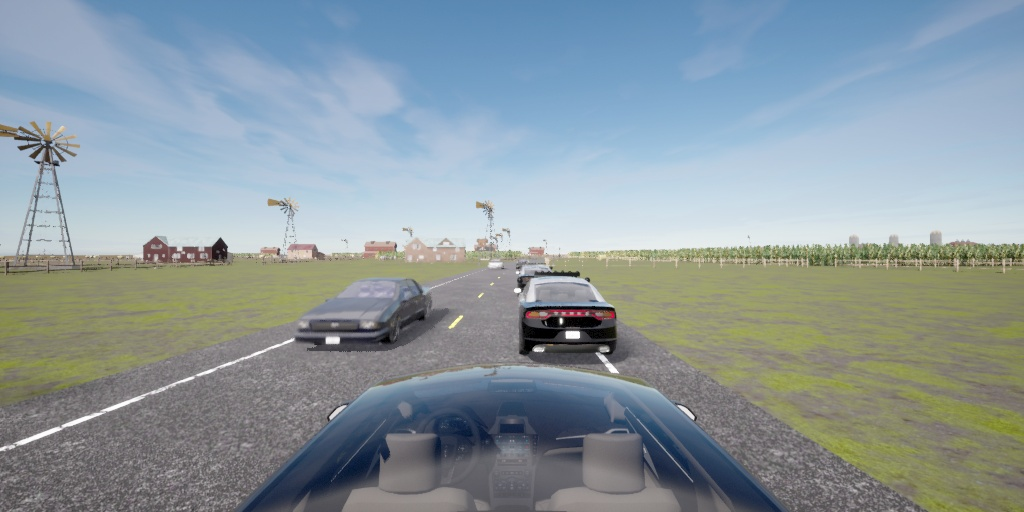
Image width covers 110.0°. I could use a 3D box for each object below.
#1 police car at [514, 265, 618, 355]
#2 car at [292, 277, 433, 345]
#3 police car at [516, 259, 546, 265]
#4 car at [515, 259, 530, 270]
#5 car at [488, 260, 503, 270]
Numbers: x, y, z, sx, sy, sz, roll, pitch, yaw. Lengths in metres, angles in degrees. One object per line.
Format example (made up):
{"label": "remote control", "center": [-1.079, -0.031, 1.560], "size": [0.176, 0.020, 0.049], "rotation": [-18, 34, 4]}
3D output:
{"label": "police car", "center": [1.086, 1.176, 8.850], "size": [1.930, 1.638, 5.238], "rotation": [0, 0, 1]}
{"label": "car", "center": [-3.545, 1.298, 9.805], "size": [2.033, 1.411, 5.357], "rotation": [0, 0, 1]}
{"label": "police car", "center": [1.230, 1.173, 18.820], "size": [1.930, 1.638, 5.238], "rotation": [0, 0, 1]}
{"label": "car", "center": [1.607, 1.209, 53.957], "size": [2.128, 1.511, 4.902], "rotation": [0, 0, 4]}
{"label": "car", "center": [-2.248, 1.249, 50.456], "size": [1.812, 1.442, 4.674], "rotation": [0, 0, 3]}
